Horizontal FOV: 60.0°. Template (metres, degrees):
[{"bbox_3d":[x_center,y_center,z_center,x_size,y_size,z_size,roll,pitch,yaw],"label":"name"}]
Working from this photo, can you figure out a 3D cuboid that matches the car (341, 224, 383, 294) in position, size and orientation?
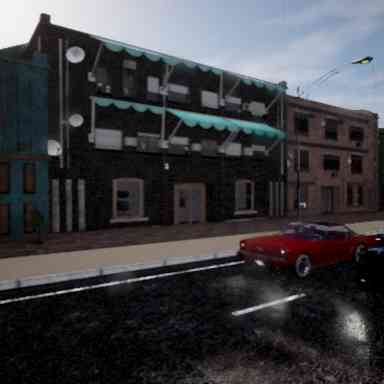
[{"bbox_3d":[5.862,1.485,7.867,5.008,1.535,1.882,0,0,-35],"label":"car"}]

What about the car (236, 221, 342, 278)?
[{"bbox_3d":[3.631,1.607,10.268,4.718,1.301,1.895,0,0,-35],"label":"car"}]
